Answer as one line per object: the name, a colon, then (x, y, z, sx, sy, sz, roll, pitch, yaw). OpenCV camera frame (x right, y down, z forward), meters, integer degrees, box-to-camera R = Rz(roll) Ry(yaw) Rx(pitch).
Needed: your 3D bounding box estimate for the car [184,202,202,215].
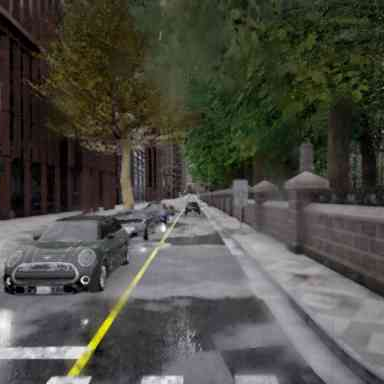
car: (0.086, 1.936, 40.025, 1.837, 1.490, 4.892, -1, -1, 0)

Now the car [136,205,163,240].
car: (-3.057, 1.708, 18.255, 2.128, 1.511, 4.902, -1, -1, 0)

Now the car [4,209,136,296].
car: (-3.082, 1.471, 9.168, 2.097, 1.767, 4.553, -1, -1, 0)

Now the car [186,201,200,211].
car: (0.114, 2.127, 50.305, 1.994, 1.385, 4.181, -1, -1, 0)

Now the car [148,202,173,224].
car: (-3.033, 1.676, 27.945, 2.097, 1.767, 4.553, -1, -1, 0)

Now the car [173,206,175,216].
car: (-2.982, 2.006, 37.934, 1.994, 1.385, 4.181, -1, -1, 1)
